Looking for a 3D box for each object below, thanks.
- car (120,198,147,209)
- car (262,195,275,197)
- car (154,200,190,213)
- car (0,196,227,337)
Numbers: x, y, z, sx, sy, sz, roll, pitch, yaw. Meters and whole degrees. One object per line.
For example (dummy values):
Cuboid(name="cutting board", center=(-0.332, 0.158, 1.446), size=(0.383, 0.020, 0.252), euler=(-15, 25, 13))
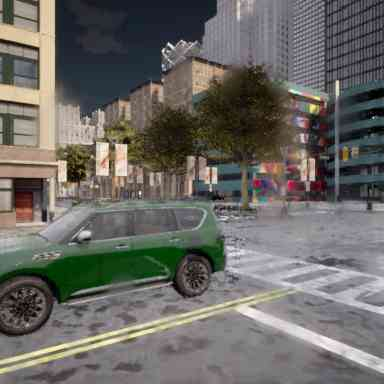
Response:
Cuboid(name="car", center=(-8.152, 1.564, 45.860), size=(1.994, 1.385, 4.181), euler=(0, 0, -37))
Cuboid(name="car", center=(16.242, 1.320, 71.960), size=(2.002, 1.452, 4.674), euler=(0, 0, -36))
Cuboid(name="car", center=(-2.350, 1.601, 37.770), size=(1.895, 1.301, 4.718), euler=(0, 0, -36))
Cuboid(name="car", center=(-1.783, 1.221, 7.030), size=(5.566, 2.045, 2.150), euler=(0, 0, -35))
